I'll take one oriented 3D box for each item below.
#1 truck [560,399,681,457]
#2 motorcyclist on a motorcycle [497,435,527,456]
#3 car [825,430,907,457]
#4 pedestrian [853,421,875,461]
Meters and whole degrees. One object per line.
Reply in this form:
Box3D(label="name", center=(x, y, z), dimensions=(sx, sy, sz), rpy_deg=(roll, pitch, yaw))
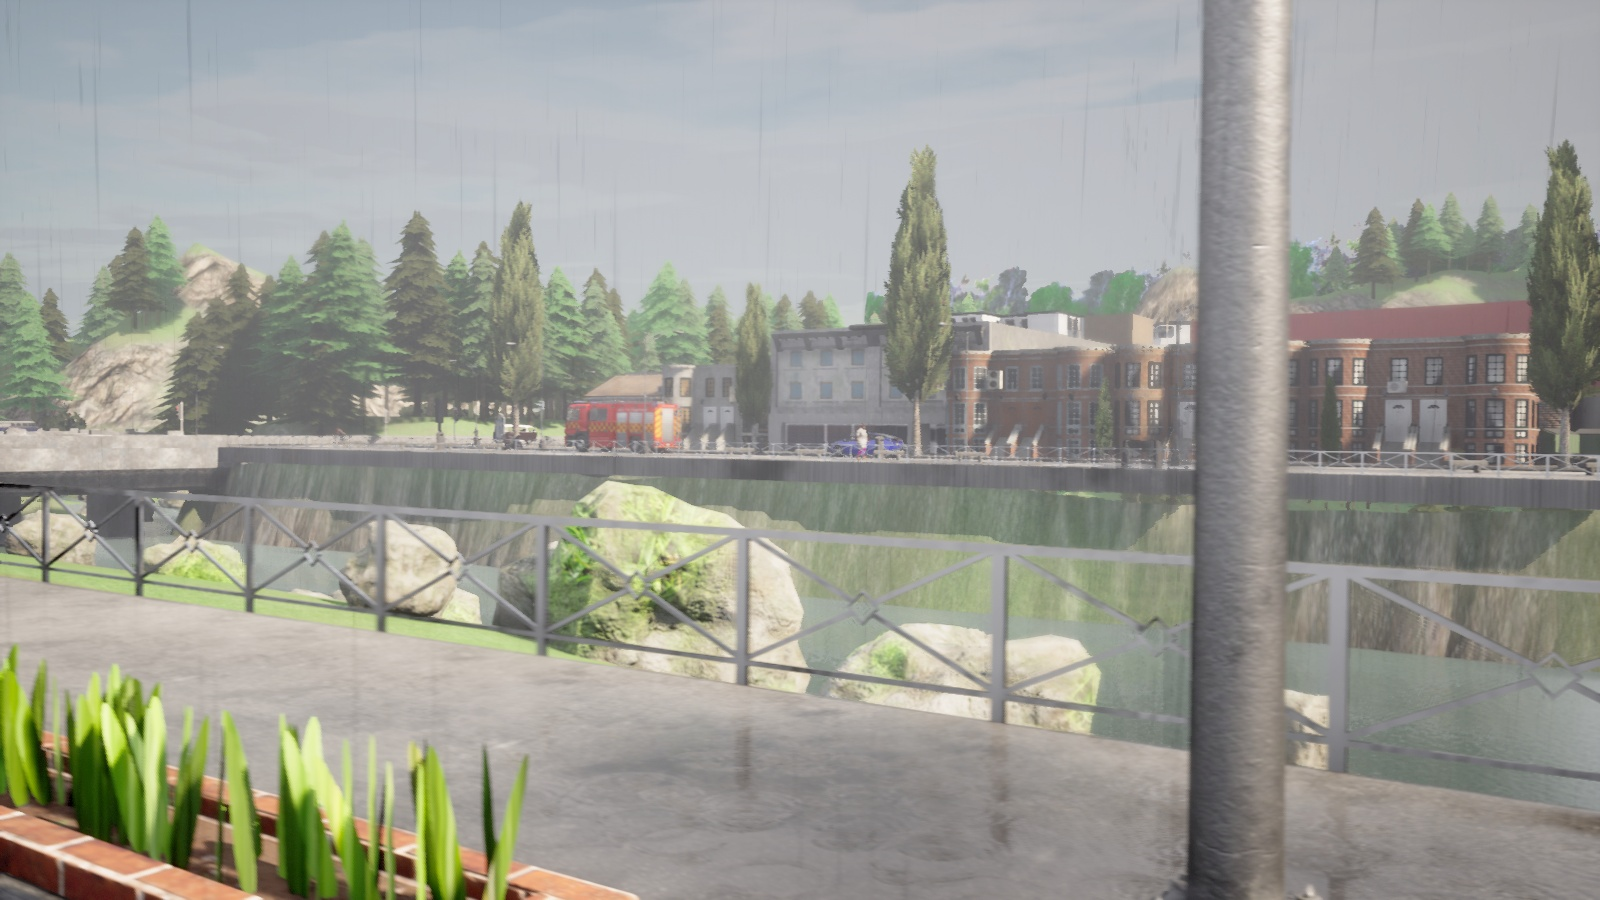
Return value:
Box3D(label="truck", center=(-12.415, -1.501, 86.461), dimensions=(8.468, 3.827, 2.891), rpy_deg=(0, 1, 34))
Box3D(label="motorcyclist on a motorcycle", center=(-21.191, -0.301, 92.312), dimensions=(2.191, 1.530, 0.866), rpy_deg=(0, 1, 34))
Box3D(label="car", center=(3.962, -0.390, 75.610), dimensions=(4.514, 1.525, 2.007), rpy_deg=(0, 1, 34))
Box3D(label="pedestrian", center=(3.186, -0.446, 62.888), dimensions=(0.873, 1.952, 0.659), rpy_deg=(0, 1, 38))
